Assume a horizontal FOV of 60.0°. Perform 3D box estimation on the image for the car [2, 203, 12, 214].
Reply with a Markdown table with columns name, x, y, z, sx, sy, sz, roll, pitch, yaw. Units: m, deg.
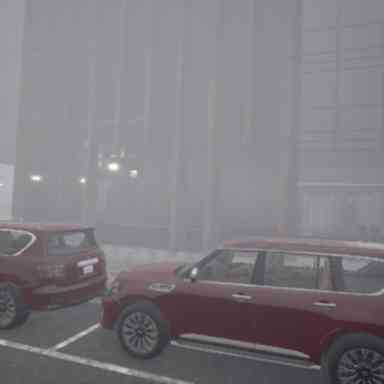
| name | x | y | z | sx | sy | sz | roll | pitch | yaw |
| --- | --- | --- | --- | --- | --- | --- | --- | --- | --- |
| car | -28.038 | 3.010 | 54.603 | 1.895 | 1.301 | 4.718 | 1 | -3 | 20 |

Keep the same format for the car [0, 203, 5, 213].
| name | x | y | z | sx | sy | sz | roll | pitch | yaw |
| --- | --- | --- | --- | --- | --- | --- | --- | --- | --- |
| car | -31.155 | 2.672 | 55.517 | 2.097 | 1.767 | 4.553 | 1 | -3 | 20 |

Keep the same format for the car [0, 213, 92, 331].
| name | x | y | z | sx | sy | sz | roll | pitch | yaw |
| --- | --- | --- | --- | --- | --- | --- | --- | --- | --- |
| car | -4.225 | 1.507 | 7.144 | 5.009 | 1.841 | 2.192 | 1 | -3 | 20 |

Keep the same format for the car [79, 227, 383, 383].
| name | x | y | z | sx | sy | sz | roll | pitch | yaw |
| --- | --- | --- | --- | --- | --- | --- | --- | --- | --- |
| car | 1.074 | 1.617 | 5.228 | 5.009 | 1.841 | 2.192 | 1 | -3 | 20 |
